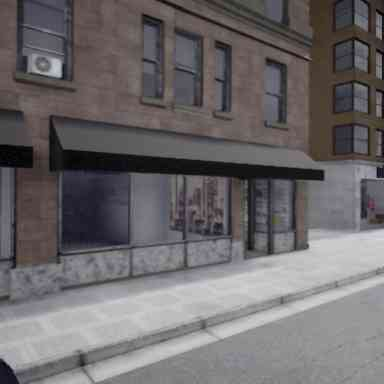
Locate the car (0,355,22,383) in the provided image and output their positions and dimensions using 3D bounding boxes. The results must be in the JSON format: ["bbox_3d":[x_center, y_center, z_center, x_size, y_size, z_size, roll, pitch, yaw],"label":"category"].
[{"bbox_3d":[-2.769,1.564,1.129,4.181,1.385,1.994,0,0,-36],"label":"car"}]
